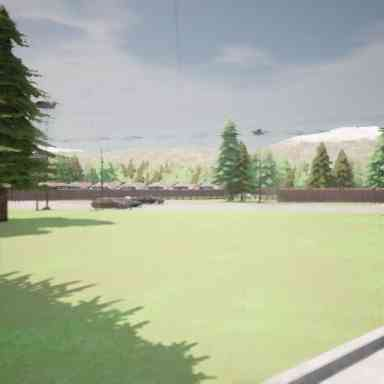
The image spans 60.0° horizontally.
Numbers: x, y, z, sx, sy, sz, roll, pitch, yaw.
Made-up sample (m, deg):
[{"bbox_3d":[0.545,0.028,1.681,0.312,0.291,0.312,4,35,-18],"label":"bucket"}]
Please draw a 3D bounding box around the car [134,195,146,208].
[{"bbox_3d":[-9.173,1.370,43.234,5.357,1.411,2.033,0,0,12],"label":"car"}]

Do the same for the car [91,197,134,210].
[{"bbox_3d":[-9.772,1.366,39.780,4.674,1.442,1.812,0,0,12],"label":"car"}]

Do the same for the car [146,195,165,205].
[{"bbox_3d":[-6.802,1.293,53.463,4.892,1.490,1.837,0,0,13],"label":"car"}]
